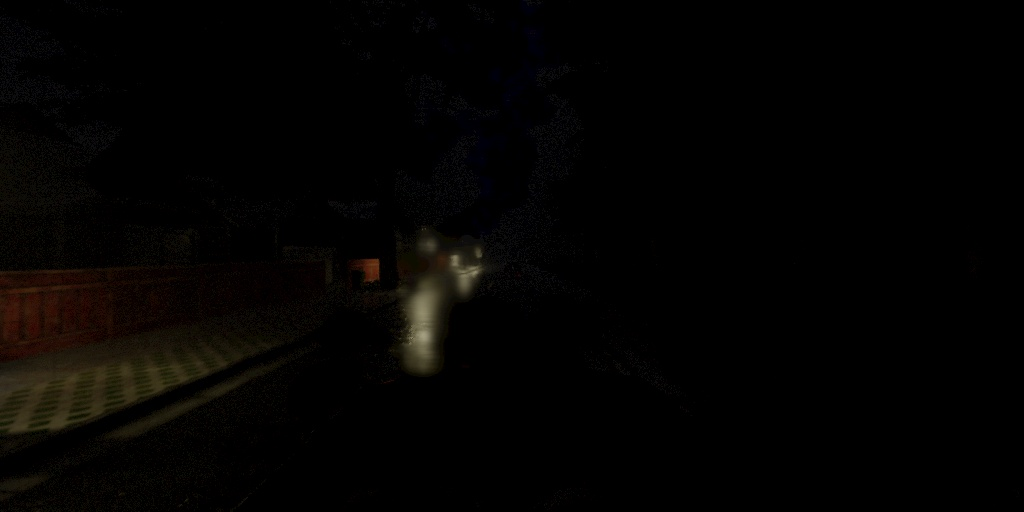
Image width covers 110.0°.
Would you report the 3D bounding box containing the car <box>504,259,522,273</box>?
[{"bbox_3d":[0.089,1.087,40.831,2.128,1.511,4.902,0,0,0],"label":"car"}]
